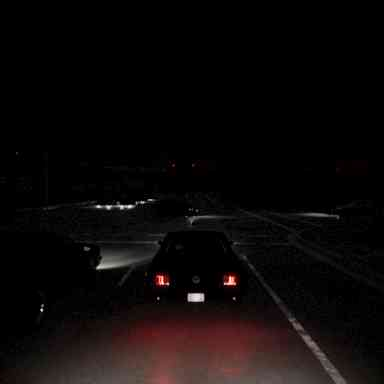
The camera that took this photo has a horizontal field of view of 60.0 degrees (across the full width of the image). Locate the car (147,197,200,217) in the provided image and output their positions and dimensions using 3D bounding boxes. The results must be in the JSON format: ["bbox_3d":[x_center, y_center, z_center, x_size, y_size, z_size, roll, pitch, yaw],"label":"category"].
[{"bbox_3d":[-1.578,1.483,31.708,4.892,1.490,1.837,0,1,33],"label":"car"}]

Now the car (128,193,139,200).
[{"bbox_3d":[-13.970,1.017,79.436,1.812,1.442,4.674,0,1,0],"label":"car"}]

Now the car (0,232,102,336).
[{"bbox_3d":[-3.418,1.546,6.792,2.033,1.411,5.357,0,0,0],"label":"car"}]

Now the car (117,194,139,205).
[{"bbox_3d":[-10.564,1.424,54.880,1.994,1.385,4.181,0,1,0],"label":"car"}]

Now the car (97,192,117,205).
[{"bbox_3d":[-14.069,1.077,55.606,2.150,2.045,5.566,0,1,0],"label":"car"}]

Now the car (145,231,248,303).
[{"bbox_3d":[0.086,1.599,8.173,1.895,1.301,4.718,0,0,0],"label":"car"}]

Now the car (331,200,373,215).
[{"bbox_3d":[16.168,1.520,32.806,4.674,1.442,1.812,0,0,-2],"label":"car"}]

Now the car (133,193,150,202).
[{"bbox_3d":[-10.474,1.232,68.714,2.033,1.411,5.357,0,1,0],"label":"car"}]

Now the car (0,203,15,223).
[{"bbox_3d":[-14.091,1.487,22.741,2.128,1.511,4.902,0,0,0],"label":"car"}]

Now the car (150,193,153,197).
[{"bbox_3d":[-10.469,1.029,80.269,1.994,1.385,4.181,0,1,0],"label":"car"}]
